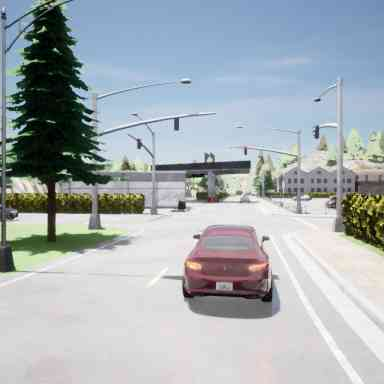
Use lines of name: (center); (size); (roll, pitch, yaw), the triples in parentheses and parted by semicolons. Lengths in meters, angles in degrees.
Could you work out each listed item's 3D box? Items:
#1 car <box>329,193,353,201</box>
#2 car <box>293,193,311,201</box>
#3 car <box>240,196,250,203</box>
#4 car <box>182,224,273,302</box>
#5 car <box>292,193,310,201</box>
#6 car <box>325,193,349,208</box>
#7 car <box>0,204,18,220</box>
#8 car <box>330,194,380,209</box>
car: (33.283, 1.097, 74.555); (4.605, 1.855, 1.932); (0, 0, 9)
car: (26.034, 1.077, 79.047); (3.866, 1.878, 1.905); (0, 0, 9)
car: (10.849, 1.526, 68.068); (1.812, 1.442, 4.674); (0, 0, 10)
car: (0.940, 1.526, 8.241); (1.812, 1.442, 4.674); (0, 0, 9)
car: (24.904, 1.361, 75.861); (3.806, 1.475, 1.970); (0, 0, 9)
car: (19.529, 1.330, 42.028); (5.027, 1.636, 2.152); (0, 0, 9)
car: (-16.208, 1.492, 26.272); (4.902, 1.511, 2.128); (0, 0, 9)
car: (19.084, 1.340, 38.922); (4.514, 1.523, 2.007); (0, 0, 9)
